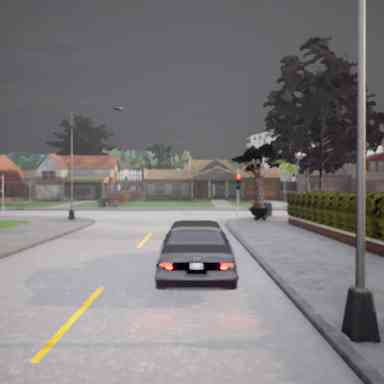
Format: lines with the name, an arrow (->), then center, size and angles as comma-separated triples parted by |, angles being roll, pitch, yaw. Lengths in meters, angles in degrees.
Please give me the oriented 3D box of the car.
car -> 0.099, 1.458, 8.945 | 2.033, 1.411, 5.357 | 0, 1, 0
